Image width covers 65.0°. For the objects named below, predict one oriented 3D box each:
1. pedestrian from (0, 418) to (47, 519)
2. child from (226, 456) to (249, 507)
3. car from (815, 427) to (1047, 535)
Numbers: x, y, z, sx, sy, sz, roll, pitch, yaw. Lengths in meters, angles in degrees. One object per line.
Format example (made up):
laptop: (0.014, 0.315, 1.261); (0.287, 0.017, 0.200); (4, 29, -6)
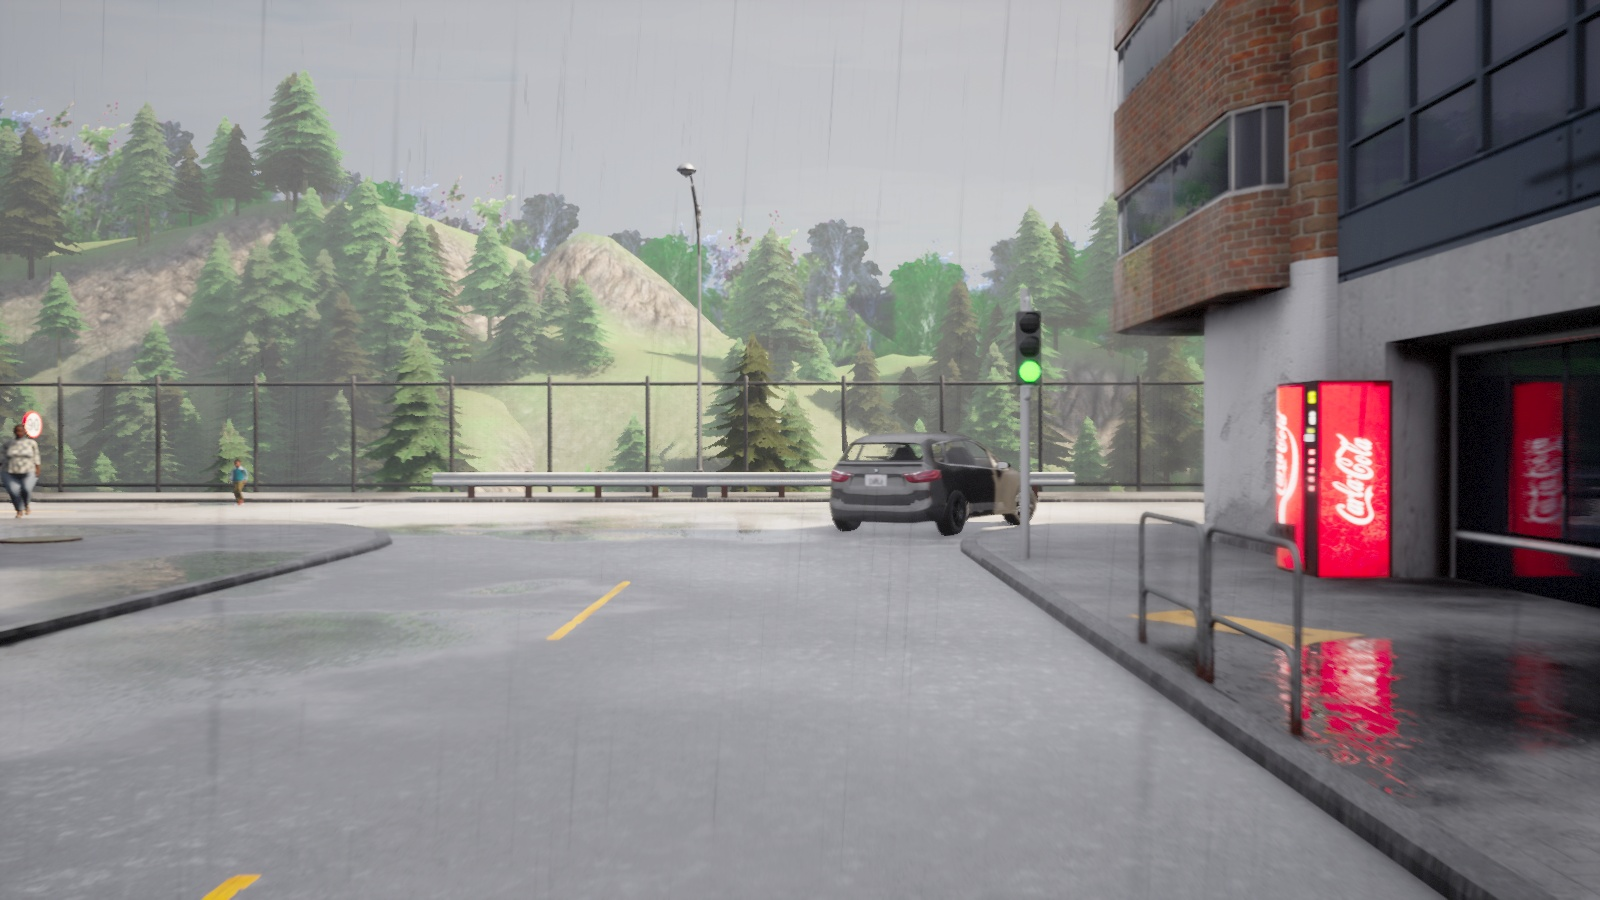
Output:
pedestrian: (-14.667, 0.338, 23.532); (0.874, 1.855, 0.900); (0, 0, -27)
child: (-13.432, 0.743, 29.998); (0.343, 1.192, 0.448); (0, 0, 0)
car: (2.416, 0.469, 21.914); (2.242, 1.667, 4.611); (0, 0, 32)
